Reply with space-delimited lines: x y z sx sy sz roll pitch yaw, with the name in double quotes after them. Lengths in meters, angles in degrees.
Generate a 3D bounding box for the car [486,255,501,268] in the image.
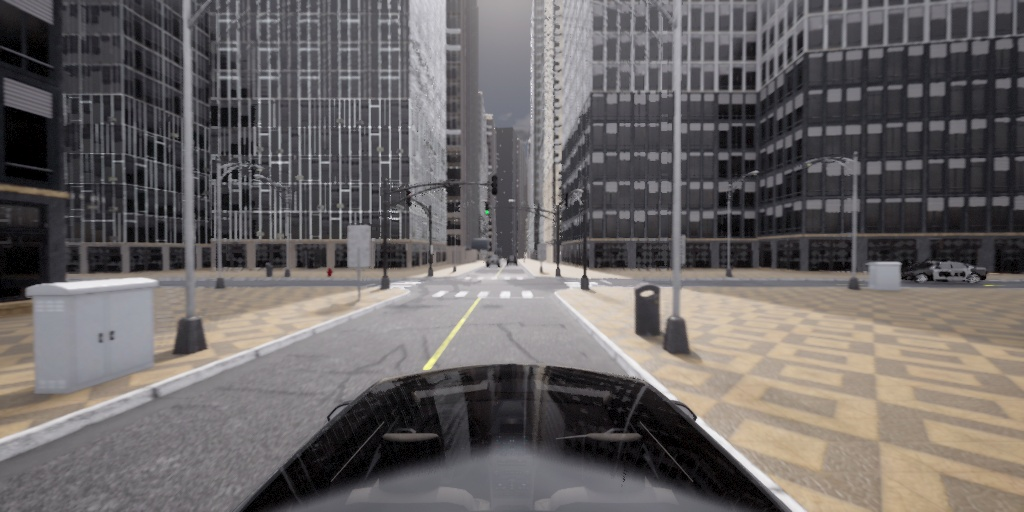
-3.031 0.825 58.307 2.150 2.045 5.566 0 0 1 "car"

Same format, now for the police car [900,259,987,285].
28.749 1.043 24.480 5.238 1.638 1.930 0 1 6 "police car"
